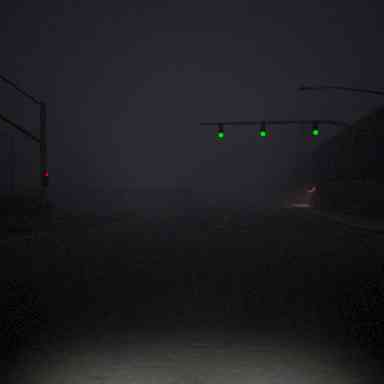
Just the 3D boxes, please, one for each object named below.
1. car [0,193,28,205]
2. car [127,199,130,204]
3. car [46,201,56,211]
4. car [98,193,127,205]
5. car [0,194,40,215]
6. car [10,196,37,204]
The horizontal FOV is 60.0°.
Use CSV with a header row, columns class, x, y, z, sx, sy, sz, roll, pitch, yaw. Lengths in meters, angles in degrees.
class,x,y,z,sx,sy,sz,roll,pitch,yaw
car,-30.203,1.153,55.734,4.605,1.855,1.932,0,0,9
car,-12.432,1.395,55.885,3.806,1.475,1.970,0,0,9
car,-15.912,1.156,33.636,3.866,1.878,1.905,0,0,9
car,-12.893,1.156,53.027,3.866,1.878,1.905,0,0,9
car,-16.417,1.153,30.786,4.605,1.855,1.932,0,0,9
car,-29.689,1.364,58.585,3.905,1.438,1.784,0,0,9
